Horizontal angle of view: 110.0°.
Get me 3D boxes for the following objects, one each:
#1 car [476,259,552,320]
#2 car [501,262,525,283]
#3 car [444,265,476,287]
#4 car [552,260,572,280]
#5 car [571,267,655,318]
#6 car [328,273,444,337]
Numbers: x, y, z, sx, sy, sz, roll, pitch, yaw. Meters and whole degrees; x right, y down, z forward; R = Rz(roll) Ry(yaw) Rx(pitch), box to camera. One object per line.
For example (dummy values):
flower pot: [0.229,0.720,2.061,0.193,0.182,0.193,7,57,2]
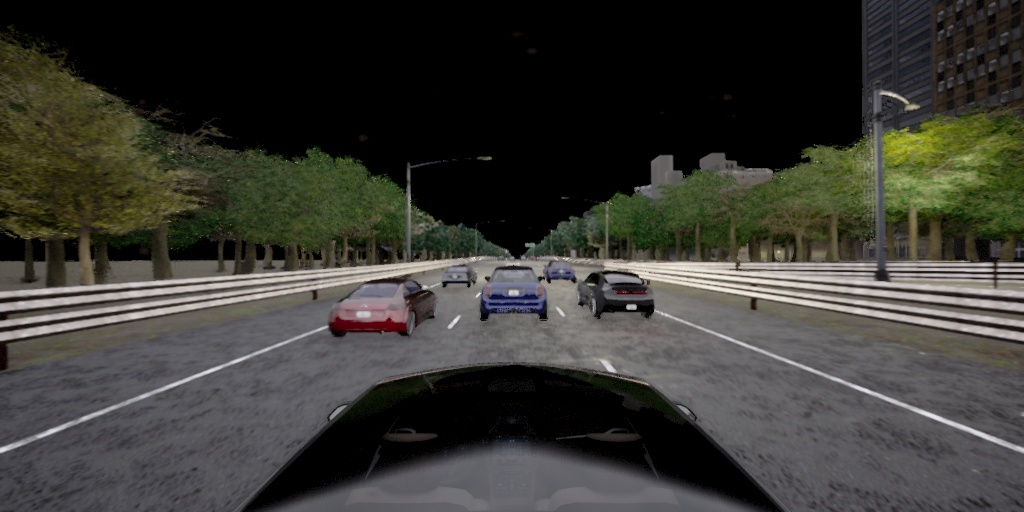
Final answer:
car: [0.066,1.112,12.789,2.097,1.767,4.553,0,0,0]
car: [0.073,1.273,29.074,1.812,1.442,4.674,0,0,0]
car: [-3.459,1.308,24.317,2.033,1.411,5.357,0,0,0]
car: [3.566,1.103,27.772,2.097,1.767,4.553,0,0,0]
car: [3.569,1.267,13.072,1.837,1.490,4.892,0,0,0]
car: [-3.447,1.323,10.339,1.994,1.385,4.181,0,0,0]
